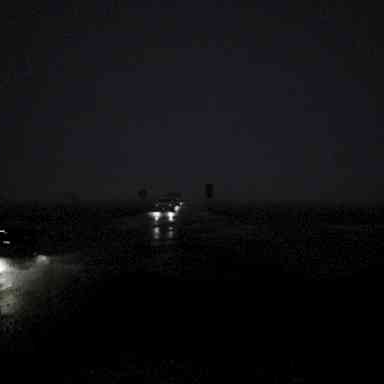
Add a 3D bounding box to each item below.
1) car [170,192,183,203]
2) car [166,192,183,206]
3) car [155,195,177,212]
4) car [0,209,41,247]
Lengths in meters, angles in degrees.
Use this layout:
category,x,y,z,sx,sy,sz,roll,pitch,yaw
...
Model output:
category,x,y,z,sx,sy,sz,roll,pitch,yaw
car,-2.961,0.977,64.251,2.150,2.045,5.566,0,0,0
car,-2.950,1.026,50.048,2.150,2.045,5.566,0,0,0
car,-2.946,1.375,36.750,1.812,1.442,4.674,0,0,0
car,-8.431,1.424,13.727,5.008,1.535,1.882,1,0,28
